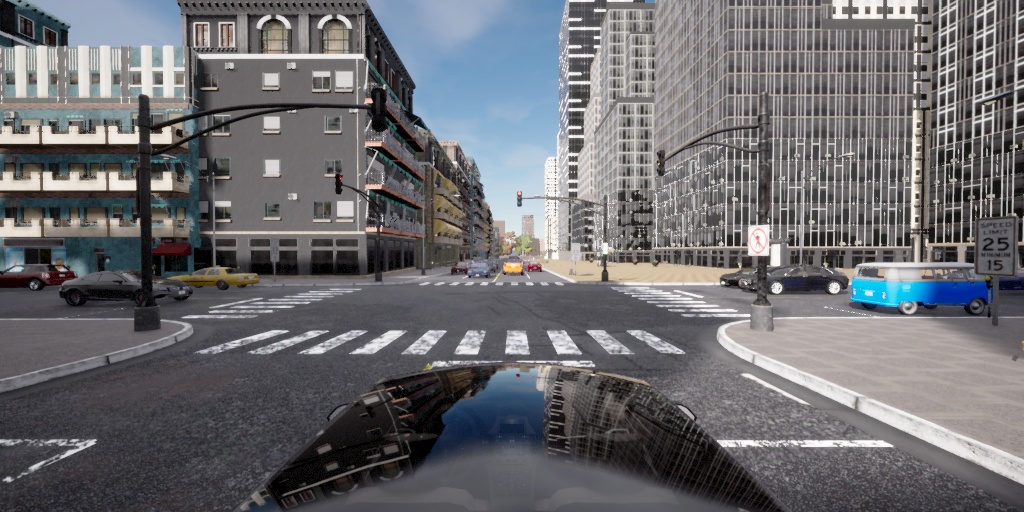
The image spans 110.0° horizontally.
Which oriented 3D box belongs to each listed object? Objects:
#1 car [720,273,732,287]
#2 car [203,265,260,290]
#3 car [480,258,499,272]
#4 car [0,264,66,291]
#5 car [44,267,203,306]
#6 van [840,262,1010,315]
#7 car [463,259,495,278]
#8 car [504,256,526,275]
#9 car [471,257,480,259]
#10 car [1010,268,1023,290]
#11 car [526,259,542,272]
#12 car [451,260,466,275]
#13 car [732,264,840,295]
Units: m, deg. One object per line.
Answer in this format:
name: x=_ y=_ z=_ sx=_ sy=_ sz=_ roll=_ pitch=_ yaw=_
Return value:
car: x=14.730 y=1.216 z=21.315 sx=4.313 sy=1.339 sz=1.948 roll=0 pitch=0 yaw=0
car: x=-17.828 y=1.247 z=21.353 sx=4.829 sy=1.417 sz=1.751 roll=0 pitch=0 yaw=0
car: x=-2.980 y=1.309 z=43.985 sx=1.994 sy=1.385 sz=4.181 roll=0 pitch=0 yaw=0
car: x=-28.726 y=1.190 z=21.366 sx=4.097 sy=1.591 sz=1.967 roll=0 pitch=0 yaw=0
car: x=-16.651 y=1.332 z=15.551 sx=4.674 sy=1.442 sz=1.812 roll=0 pitch=1 yaw=0
van: x=14.720 y=1.117 z=12.935 sx=3.998 sy=1.789 sz=1.690 roll=0 pitch=0 yaw=0
car: x=-3.010 y=1.293 z=33.951 sx=2.033 sy=1.411 sz=5.357 roll=0 pitch=0 yaw=0
car: x=0.165 y=1.097 z=40.109 sx=2.097 sy=1.767 sz=4.553 roll=0 pitch=0 yaw=1
car: x=-5.570 y=1.185 z=45.051 sx=1.967 sy=1.591 sz=4.097 roll=0 pitch=0 yaw=0
car: x=24.711 y=1.196 z=18.700 sx=4.674 sy=1.442 sz=1.812 roll=0 pitch=1 yaw=0
car: x=2.777 y=1.290 z=45.085 sx=1.888 sy=1.381 sz=4.507 roll=0 pitch=0 yaw=0
car: x=-5.586 y=1.290 z=39.402 sx=1.888 sy=1.381 sz=4.507 roll=0 pitch=0 yaw=0
car: x=14.639 y=1.194 z=18.713 sx=4.892 sy=1.490 sz=1.837 roll=0 pitch=1 yaw=0
